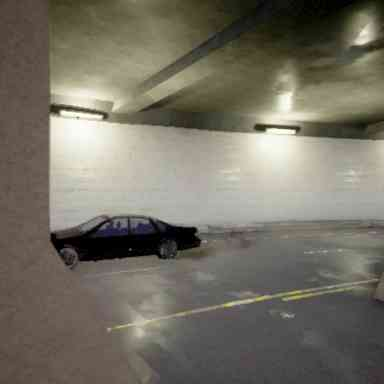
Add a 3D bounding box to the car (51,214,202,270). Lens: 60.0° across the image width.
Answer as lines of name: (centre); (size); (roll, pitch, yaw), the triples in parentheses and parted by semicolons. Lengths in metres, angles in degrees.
car: (-2.323, 1.411, 10.431); (5.357, 1.411, 2.033); (0, 1, -29)
